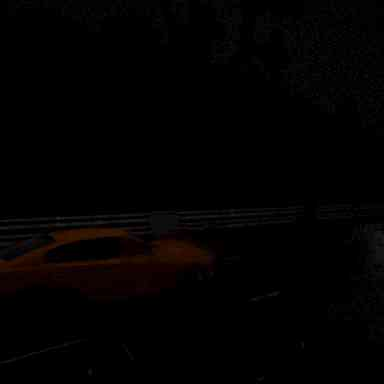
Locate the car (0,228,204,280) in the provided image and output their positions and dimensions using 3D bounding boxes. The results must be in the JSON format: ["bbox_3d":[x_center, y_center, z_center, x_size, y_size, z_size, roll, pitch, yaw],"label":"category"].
[{"bbox_3d":[-1.826,1.478,6.746,5.008,1.535,1.882,0,0,-35],"label":"car"}]

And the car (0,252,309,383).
[{"bbox_3d":[-1.081,1.601,2.978,4.718,1.301,1.895,0,0,-35],"label":"car"}]
